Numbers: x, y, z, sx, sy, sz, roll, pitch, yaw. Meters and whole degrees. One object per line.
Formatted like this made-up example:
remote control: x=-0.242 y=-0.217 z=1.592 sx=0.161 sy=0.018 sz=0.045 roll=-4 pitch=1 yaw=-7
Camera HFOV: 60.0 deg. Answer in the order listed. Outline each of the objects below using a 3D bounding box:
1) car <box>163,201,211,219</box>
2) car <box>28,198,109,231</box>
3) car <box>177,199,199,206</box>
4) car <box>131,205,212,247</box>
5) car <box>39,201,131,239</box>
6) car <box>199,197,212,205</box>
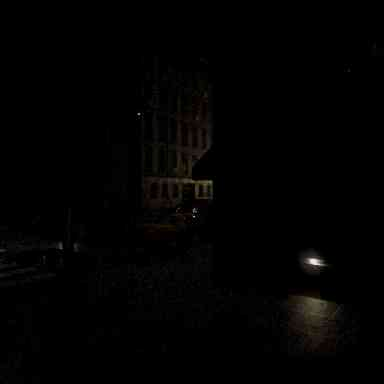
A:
car: x=-0.330 y=1.521 z=28.912 sx=1.947 sy=1.339 sz=4.313 roll=0 pitch=0 yaw=36
car: x=-6.931 y=1.282 z=19.670 sx=2.192 sy=1.841 sz=5.009 roll=0 pitch=0 yaw=36
car: x=0.676 y=1.321 z=25.948 sx=2.097 sy=1.767 sz=4.553 roll=0 pitch=0 yaw=35
car: x=-0.308 y=1.530 z=15.136 sx=1.752 sy=1.417 sz=4.829 roll=0 pitch=0 yaw=36
car: x=-5.159 y=1.457 z=17.779 sx=1.882 sy=1.535 sz=5.008 roll=0 pitch=0 yaw=34
car: x=2.896 y=1.314 z=19.618 sx=2.192 sy=1.841 sz=5.009 roll=0 pitch=0 yaw=36
